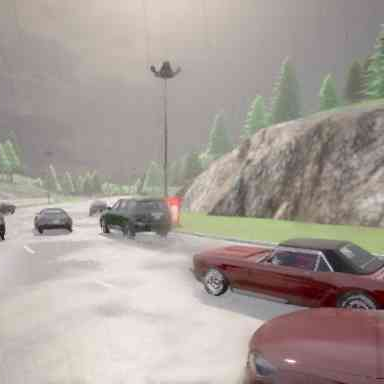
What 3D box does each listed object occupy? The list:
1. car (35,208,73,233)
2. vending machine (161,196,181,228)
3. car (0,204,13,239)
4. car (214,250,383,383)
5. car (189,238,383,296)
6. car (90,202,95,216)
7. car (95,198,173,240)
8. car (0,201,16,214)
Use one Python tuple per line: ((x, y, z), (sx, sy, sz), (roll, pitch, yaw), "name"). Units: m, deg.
((-8.854, 1.714, 21.192), (1.994, 1.385, 4.181), (0, 0, -27), "car")
((-1.430, 1.334, 22.545), (1.100, 2.100, 0.880), (0, 0, -30), "vending machine")
((-10.956, 1.626, 17.706), (2.128, 1.511, 4.902), (0, 0, -30), "car")
((2.650, 1.533, 2.381), (4.674, 1.442, 1.812), (0, 0, 36), "car")
((2.227, 1.637, 6.990), (4.718, 1.301, 1.895), (0, 0, 39), "car")
((-10.054, 1.748, 36.200), (1.837, 1.490, 4.892), (0, 0, -13), "car")
((-3.157, 1.338, 18.082), (2.150, 2.045, 5.566), (0, 0, -35), "car")
((-20.845, 1.764, 36.310), (2.128, 1.511, 4.902), (0, 0, -12), "car")
